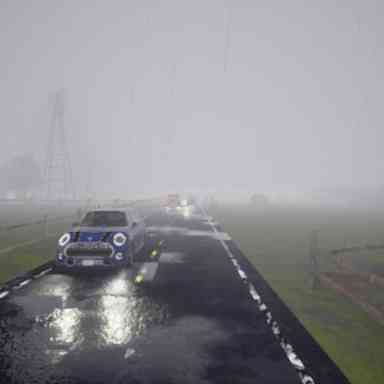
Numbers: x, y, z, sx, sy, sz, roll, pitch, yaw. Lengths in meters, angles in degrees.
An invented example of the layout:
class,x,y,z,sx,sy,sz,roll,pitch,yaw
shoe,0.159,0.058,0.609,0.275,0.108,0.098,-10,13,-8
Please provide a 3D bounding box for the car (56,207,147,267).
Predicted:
class,x,y,z,sx,sy,sz,roll,pitch,yaw
car,-2.851,1.352,11.366,2.097,1.767,4.553,0,0,0

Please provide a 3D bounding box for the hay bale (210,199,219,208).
class,x,y,z,sx,sy,sz,roll,pitch,yaw
hay bale,3.130,1.670,46.667,1.220,1.180,1.240,1,1,0

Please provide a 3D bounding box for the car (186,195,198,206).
class,x,y,z,sx,sy,sz,roll,pitch,yaw
car,-0.008,1.571,54.999,2.033,1.411,5.357,0,0,0

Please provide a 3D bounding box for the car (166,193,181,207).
class,x,y,z,sx,sy,sz,roll,pitch,yaw
car,-2.826,1.241,51.901,2.150,2.045,5.566,0,0,0

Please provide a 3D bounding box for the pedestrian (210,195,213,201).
class,x,y,z,sx,sy,sz,roll,pitch,yaw
pedestrian,2.818,1.314,47.782,0.375,1.860,0.375,-1,1,4

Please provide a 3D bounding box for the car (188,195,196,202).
class,x,y,z,sx,sy,sz,roll,pitch,yaw
car,-0.011,1.381,74.707,1.882,1.535,5.008,0,0,0
